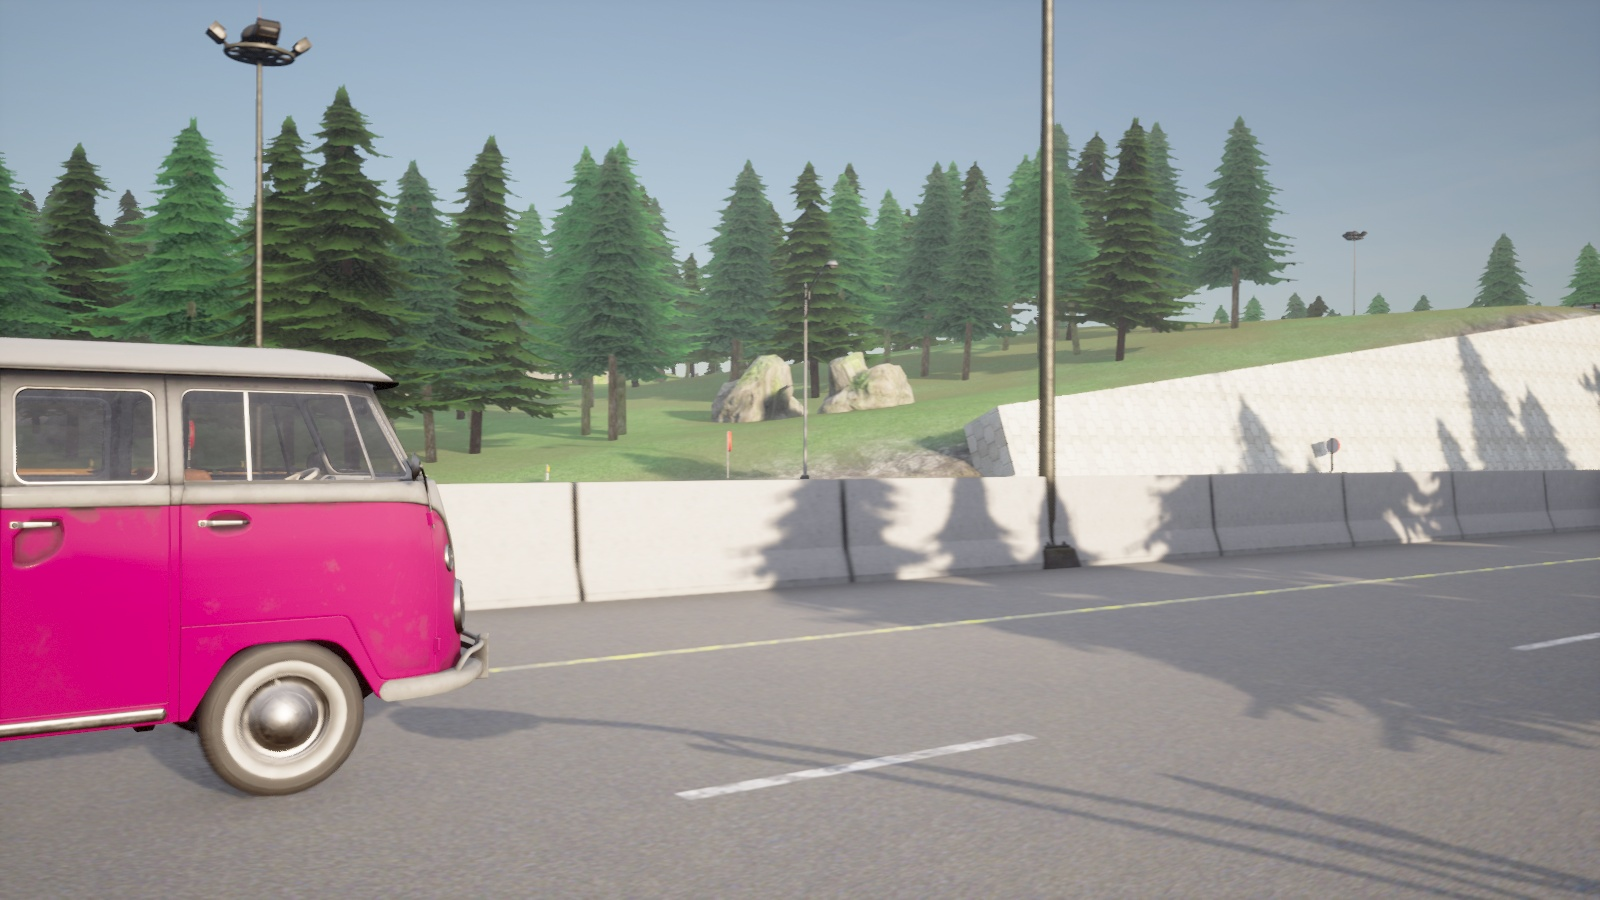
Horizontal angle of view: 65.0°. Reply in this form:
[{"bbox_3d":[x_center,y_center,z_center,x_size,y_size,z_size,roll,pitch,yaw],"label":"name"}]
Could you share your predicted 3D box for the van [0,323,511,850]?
[{"bbox_3d":[-3.688,0.518,5.357,4.442,1.987,1.775,0,0,-35],"label":"van"}]
